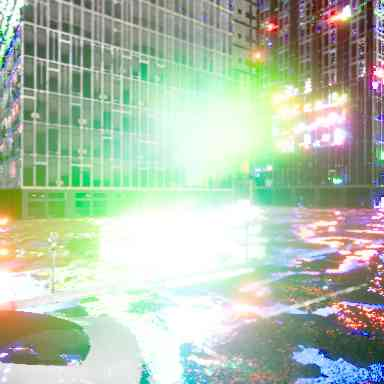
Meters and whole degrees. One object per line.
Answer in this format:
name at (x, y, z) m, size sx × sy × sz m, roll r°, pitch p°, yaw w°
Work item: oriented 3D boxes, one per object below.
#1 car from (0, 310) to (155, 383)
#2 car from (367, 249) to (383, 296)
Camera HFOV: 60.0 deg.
car at (-2.384, 1.522, 1.680) m, size 4.674 × 1.442 × 1.812 m, roll 0°, pitch 0°, yaw -35°
car at (5.952, 1.504, 7.614) m, size 5.008 × 1.535 × 1.882 m, roll 0°, pitch 0°, yaw -35°
